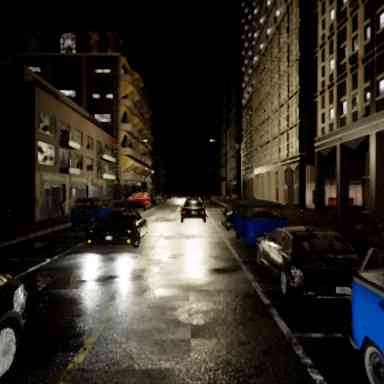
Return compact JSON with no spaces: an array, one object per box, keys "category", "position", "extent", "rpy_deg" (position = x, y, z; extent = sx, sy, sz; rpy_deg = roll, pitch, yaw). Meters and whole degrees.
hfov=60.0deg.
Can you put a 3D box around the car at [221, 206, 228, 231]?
[{"category":"car","position":[2.684,1.422,19.387],"extent":[1.947,1.339,4.313],"rpy_deg":[0,0,0]}]

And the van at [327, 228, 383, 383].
[{"category":"van","position":[2.690,1.322,2.440],"extent":[1.690,1.788,3.998],"rpy_deg":[0,0,0]}]

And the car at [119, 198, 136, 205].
[{"category":"car","position":[-5.698,1.398,25.033],"extent":[1.802,1.307,4.206],"rpy_deg":[0,0,0]}]

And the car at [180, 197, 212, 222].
[{"category":"car","position":[0.090,1.369,24.279],"extent":[2.033,1.411,5.357],"rpy_deg":[0,0,0]}]

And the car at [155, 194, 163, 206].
[{"category":"car","position":[-5.705,1.223,47.627],"extent":[1.947,1.339,4.313],"rpy_deg":[0,0,0]}]

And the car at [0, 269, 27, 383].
[{"category":"car","position":[-3.097,1.486,2.497],"extent":[1.837,1.490,4.892],"rpy_deg":[0,0,0]}]

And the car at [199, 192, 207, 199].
[{"category":"car","position":[2.665,0.875,81.519],"extent":[1.967,1.590,4.097],"rpy_deg":[0,0,0]}]

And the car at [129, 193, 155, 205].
[{"category":"car","position":[-5.701,1.051,36.328],"extent":[2.192,1.841,5.009],"rpy_deg":[0,0,0]}]

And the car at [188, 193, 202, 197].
[{"category":"car","position":[0.087,1.180,45.039],"extent":[1.837,1.490,4.892],"rpy_deg":[0,1,0]}]

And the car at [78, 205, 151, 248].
[{"category":"car","position":[-3.005,1.459,14.017],"extent":[1.994,1.385,4.181],"rpy_deg":[0,0,0]}]

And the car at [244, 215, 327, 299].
[{"category":"car","position":[2.688,1.489,8.090],"extent":[2.008,1.369,4.403],"rpy_deg":[0,0,0]}]

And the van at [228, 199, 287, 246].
[{"category":"van","position":[2.687,1.238,13.737],"extent":[1.690,1.788,3.998],"rpy_deg":[0,0,0]}]

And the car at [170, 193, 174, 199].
[{"category":"car","position":[-5.714,1.016,75.869],"extent":[1.887,1.381,4.507],"rpy_deg":[0,0,0]}]

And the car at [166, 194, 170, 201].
[{"category":"car","position":[-5.710,1.070,64.402],"extent":[1.752,1.417,4.829],"rpy_deg":[0,0,0]}]

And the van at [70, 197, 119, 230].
[{"category":"van","position":[-5.696,1.198,19.383],"extent":[1.690,1.788,3.998],"rpy_deg":[0,0,0]}]

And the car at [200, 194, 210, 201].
[{"category":"car","position":[2.669,1.073,70.222],"extent":[1.947,1.339,4.313],"rpy_deg":[0,0,0]}]

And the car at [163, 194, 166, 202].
[{"category":"car","position":[-5.706,1.169,53.275],"extent":[2.008,1.369,4.403],"rpy_deg":[0,0,0]}]

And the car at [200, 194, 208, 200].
[{"category":"car","position":[2.666,1.053,75.872],"extent":[1.802,1.307,4.206],"rpy_deg":[0,0,0]}]

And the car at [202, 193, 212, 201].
[{"category":"car","position":[2.672,1.162,58.926],"extent":[1.802,1.307,4.206],"rpy_deg":[0,0,0]}]
